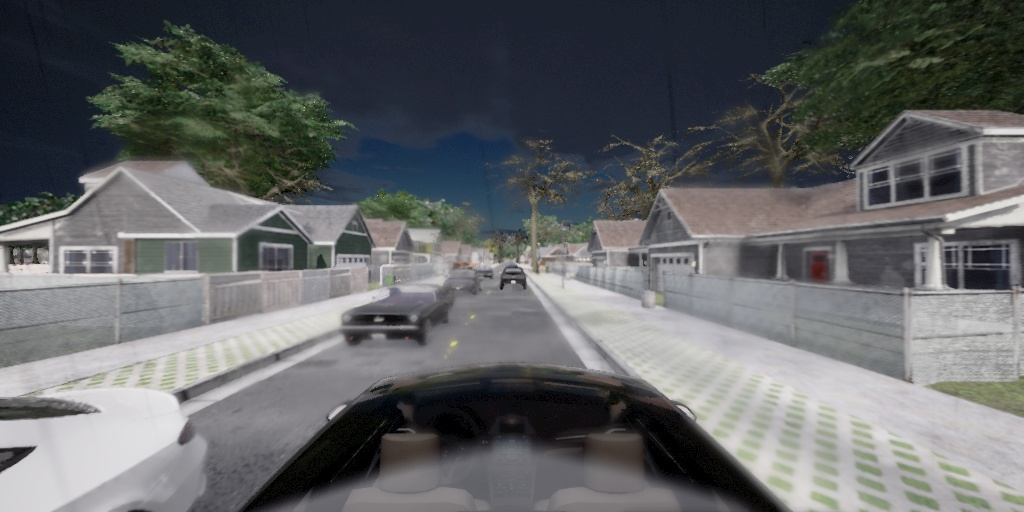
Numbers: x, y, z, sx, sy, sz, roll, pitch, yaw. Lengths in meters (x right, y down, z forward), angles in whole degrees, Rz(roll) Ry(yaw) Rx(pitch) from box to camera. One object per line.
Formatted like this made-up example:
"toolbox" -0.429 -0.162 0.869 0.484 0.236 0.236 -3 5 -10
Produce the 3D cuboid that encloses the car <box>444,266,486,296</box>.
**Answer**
"car" -2.804 1.488 21.277 1.837 1.490 4.892 0 -1 1

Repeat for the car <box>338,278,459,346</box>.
"car" -2.843 1.448 9.873 1.895 1.301 4.718 0 -1 0

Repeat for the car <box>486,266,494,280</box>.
"car" -2.850 1.722 37.373 2.033 1.411 5.357 0 -1 0

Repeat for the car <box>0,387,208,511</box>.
"car" -2.850 1.260 0.404 1.812 1.442 4.674 0 -1 0

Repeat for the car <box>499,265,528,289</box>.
"car" 0.101 1.545 26.323 1.837 1.490 4.892 0 -1 0
